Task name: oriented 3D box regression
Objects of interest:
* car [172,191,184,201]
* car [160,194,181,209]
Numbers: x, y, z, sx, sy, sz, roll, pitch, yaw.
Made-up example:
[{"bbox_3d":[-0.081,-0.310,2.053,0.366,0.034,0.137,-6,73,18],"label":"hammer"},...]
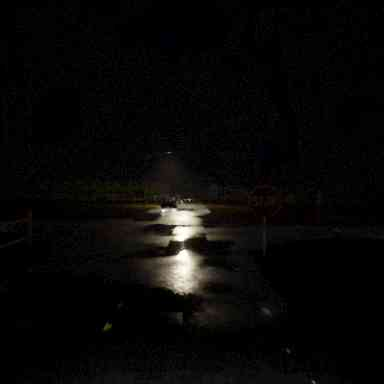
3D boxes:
[{"bbox_3d":[-2.753,0.805,68.145,2.150,2.045,5.566,0,0,0],"label":"car"},{"bbox_3d":[-2.754,1.298,40.564,2.033,1.411,5.357,0,1,0],"label":"car"}]
